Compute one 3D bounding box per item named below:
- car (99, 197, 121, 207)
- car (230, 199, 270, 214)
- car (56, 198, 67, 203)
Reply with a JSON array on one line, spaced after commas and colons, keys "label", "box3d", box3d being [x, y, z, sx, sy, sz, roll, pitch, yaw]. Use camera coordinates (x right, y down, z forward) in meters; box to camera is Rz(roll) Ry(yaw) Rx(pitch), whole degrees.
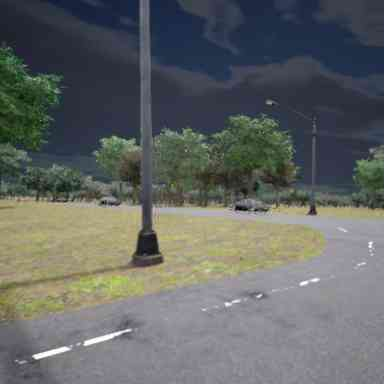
[{"label": "car", "box3d": [-12.232, 1.422, 49.400, 1.882, 1.535, 5.008, 3, -2, -35]}, {"label": "car", "box3d": [6.042, 1.517, 35.400, 2.128, 1.511, 4.902, 3, -2, -35]}, {"label": "car", "box3d": [-33.740, 2.199, 86.188, 1.895, 1.301, 4.718, 3, -2, -33]}]
